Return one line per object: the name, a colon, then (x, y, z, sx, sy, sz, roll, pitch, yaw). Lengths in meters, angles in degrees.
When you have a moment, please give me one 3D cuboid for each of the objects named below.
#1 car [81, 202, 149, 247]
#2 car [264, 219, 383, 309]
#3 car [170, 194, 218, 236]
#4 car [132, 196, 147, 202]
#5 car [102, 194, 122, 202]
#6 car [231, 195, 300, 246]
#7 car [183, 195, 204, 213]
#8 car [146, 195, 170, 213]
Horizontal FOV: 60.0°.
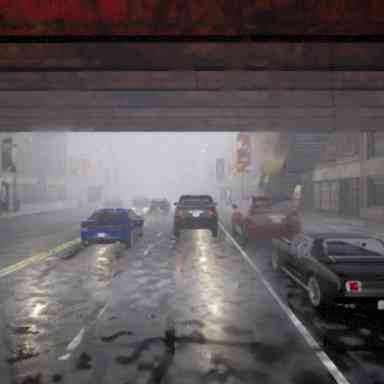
car: (-3.316, 1.411, 14.656, 1.882, 1.535, 5.008, 0, 0, 0)
car: (3.207, 1.561, 7.704, 1.895, 1.301, 4.718, 0, 0, 0)
car: (0.185, 1.141, 17.949, 2.150, 2.045, 5.566, 0, 0, 0)
car: (-7.063, 1.270, 46.142, 1.882, 1.535, 5.008, 0, 0, 0)
car: (-10.563, 1.324, 44.729, 1.812, 1.442, 4.674, 0, 0, 0)
car: (3.147, 1.162, 15.098, 2.435, 2.045, 5.566, 0, 0, 0)
car: (0.150, 1.197, 34.908, 2.097, 1.767, 4.553, 0, 0, 0)
car: (-3.351, 1.347, 35.255, 1.837, 1.490, 4.892, 0, 0, 0)
